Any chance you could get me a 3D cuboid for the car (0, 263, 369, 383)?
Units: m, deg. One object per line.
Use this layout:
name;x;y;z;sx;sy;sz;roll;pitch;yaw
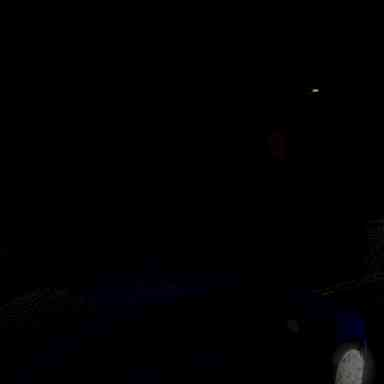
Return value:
car;-0.184;1.495;3.308;5.008;1.535;1.882;1;0;-35
